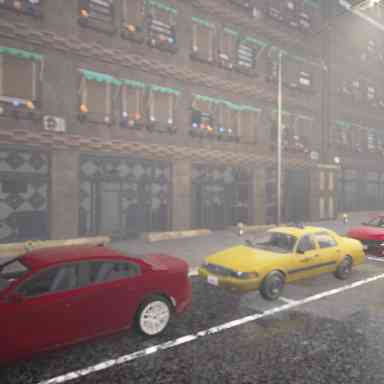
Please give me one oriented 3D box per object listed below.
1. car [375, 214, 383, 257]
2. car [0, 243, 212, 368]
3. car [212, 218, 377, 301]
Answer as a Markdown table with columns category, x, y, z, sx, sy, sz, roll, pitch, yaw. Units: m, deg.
| category | x | y | z | sx | sy | sz | roll | pitch | yaw |
| --- | --- | --- | --- | --- | --- | --- | --- | --- | --- |
| car | 7.162 | 1.436 | 11.608 | 4.507 | 1.381 | 1.887 | -1 | 1 | -35 |
| car | -2.095 | 1.535 | 5.007 | 4.507 | 1.381 | 1.887 | -1 | 1 | -35 |
| car | 2.394 | 1.468 | 8.208 | 4.829 | 1.417 | 1.752 | -1 | 1 | -35 |
